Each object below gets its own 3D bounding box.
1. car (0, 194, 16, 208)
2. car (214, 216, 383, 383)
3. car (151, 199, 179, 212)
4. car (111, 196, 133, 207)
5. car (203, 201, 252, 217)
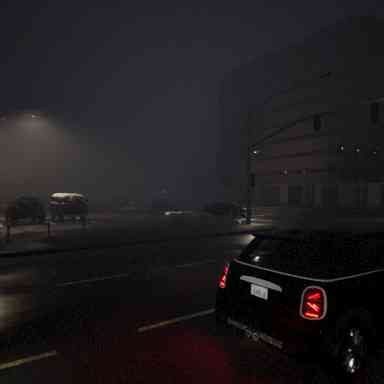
[{"bbox_3d":[-31.674,1.209,56.493,1.932,1.855,4.605,0,0,-35],"label":"car"},{"bbox_3d":[2.637,1.352,5.682,4.553,1.767,2.097,0,0,-35],"label":"car"},{"bbox_3d":[-3.356,1.581,40.721,1.812,1.442,4.674,0,0,-35],"label":"car"},{"bbox_3d":[-10.810,1.408,51.241,2.097,1.767,4.553,0,0,-35],"label":"car"},{"bbox_3d":[3.208,1.603,31.455,2.033,1.411,5.357,0,0,-35],"label":"car"}]
